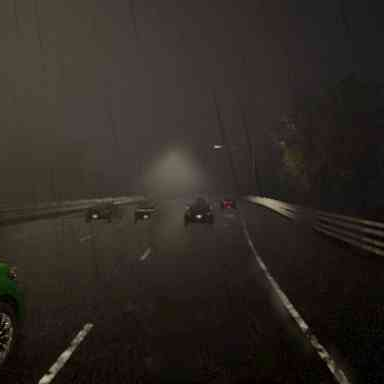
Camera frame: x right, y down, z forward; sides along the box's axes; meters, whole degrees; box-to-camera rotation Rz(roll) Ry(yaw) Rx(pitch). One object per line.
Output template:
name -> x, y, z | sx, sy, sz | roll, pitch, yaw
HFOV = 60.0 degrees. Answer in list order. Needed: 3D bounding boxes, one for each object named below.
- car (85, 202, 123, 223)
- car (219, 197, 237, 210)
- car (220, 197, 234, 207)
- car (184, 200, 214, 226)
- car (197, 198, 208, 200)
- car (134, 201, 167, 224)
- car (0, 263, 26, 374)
car -> -6.458, 1.464, 24.675 | 1.812, 1.442, 4.674 | 0, 0, 2
car -> 4.508, 1.418, 41.471 | 1.837, 1.490, 4.892 | 0, 0, 5
car -> 5.183, 1.464, 50.053 | 1.994, 1.385, 4.181 | 0, 0, 4
car -> 0.500, 1.510, 23.146 | 1.994, 1.385, 4.181 | 0, 0, 2
car -> 1.308, 1.457, 41.963 | 2.033, 1.411, 5.357 | 0, 0, 3
car -> -2.964, 1.432, 24.374 | 2.128, 1.511, 4.902 | 0, 0, 2
car -> -3.380, 1.214, 2.234 | 2.150, 2.045, 5.566 | 0, 0, 0
